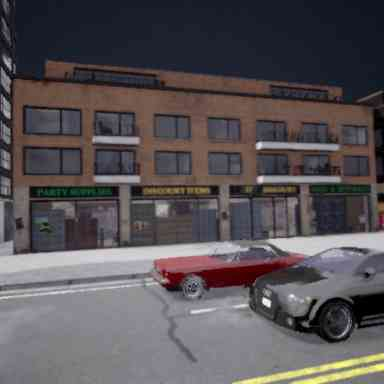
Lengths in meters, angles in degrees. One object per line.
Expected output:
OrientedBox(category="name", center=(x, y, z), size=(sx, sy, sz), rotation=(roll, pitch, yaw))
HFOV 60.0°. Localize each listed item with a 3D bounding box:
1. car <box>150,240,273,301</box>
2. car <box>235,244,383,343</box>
OrientedBox(category="car", center=(1.220, 2.086, 9.550), size=(4.718, 1.301, 1.895), rotation=(-1, -3, -17))
OrientedBox(category="car", center=(3.294, 1.839, 6.789), size=(4.181, 1.385, 1.994), rotation=(-1, -3, -17))
